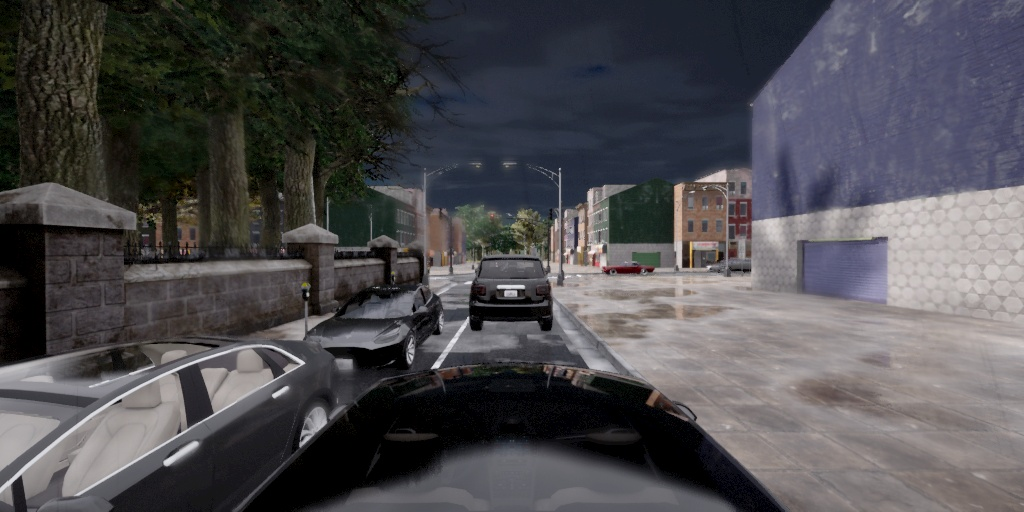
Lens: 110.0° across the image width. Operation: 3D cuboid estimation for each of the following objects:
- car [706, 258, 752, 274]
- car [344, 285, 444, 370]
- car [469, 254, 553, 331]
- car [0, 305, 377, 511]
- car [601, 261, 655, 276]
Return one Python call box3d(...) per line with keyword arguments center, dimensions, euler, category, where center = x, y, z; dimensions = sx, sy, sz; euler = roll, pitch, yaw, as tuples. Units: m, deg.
box3d(center=(21.260, 0.940, 34.318), dimensions=(4.902, 1.511, 2.128), euler=(-1, 1, 0), category="car")
box3d(center=(-2.634, 1.316, 7.761), dimensions=(1.948, 1.339, 4.313), euler=(0, 0, 0), category="car")
box3d(center=(-0.011, 0.973, 11.071), dimensions=(2.150, 2.045, 5.566), euler=(0, 0, 0), category="car")
box3d(center=(-2.641, 1.300, 2.073), dimensions=(2.007, 1.370, 4.403), euler=(0, 0, 0), category="car")
box3d(center=(10.993, 1.186, 34.334), dimensions=(4.718, 1.301, 1.895), euler=(-1, 1, 0), category="car")
